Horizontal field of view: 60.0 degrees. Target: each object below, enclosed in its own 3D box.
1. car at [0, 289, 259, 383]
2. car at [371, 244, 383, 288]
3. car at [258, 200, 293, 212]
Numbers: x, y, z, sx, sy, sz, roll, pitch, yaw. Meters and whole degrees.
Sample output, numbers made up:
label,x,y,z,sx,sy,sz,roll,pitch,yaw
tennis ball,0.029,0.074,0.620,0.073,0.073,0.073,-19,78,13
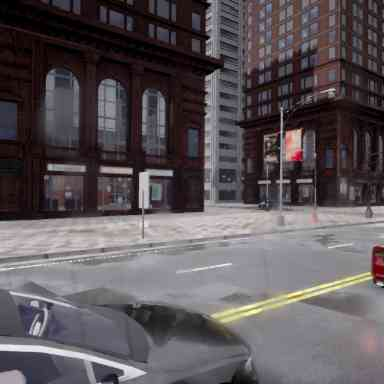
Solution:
label,x,y,z,sx,sy,sz,roll,pitch,yaw
car,-1.617,1.491,2.292,4.902,1.511,2.128,0,0,-35
car,6.209,1.489,7.867,5.008,1.535,1.882,0,0,-35
car,10.295,1.726,41.352,1.812,1.442,4.674,1,-1,-35
